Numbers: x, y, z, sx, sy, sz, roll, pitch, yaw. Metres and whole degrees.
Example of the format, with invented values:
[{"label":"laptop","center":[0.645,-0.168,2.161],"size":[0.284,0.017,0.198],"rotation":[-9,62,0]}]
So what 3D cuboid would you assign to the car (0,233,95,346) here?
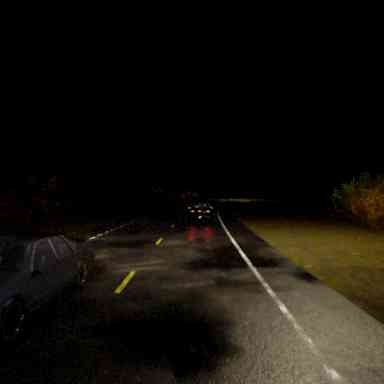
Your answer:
[{"label":"car","center":[-3.533,1.575,6.653],"size":[2.033,1.411,5.357],"rotation":[0,0,1]}]

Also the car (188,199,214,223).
[{"label":"car","center":[0.692,1.615,26.419],"size":[2.128,1.511,4.902],"rotation":[0,0,2]}]

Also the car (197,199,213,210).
[{"label":"car","center":[1.913,1.766,47.295],"size":[2.033,1.411,5.357],"rotation":[0,0,5]}]
